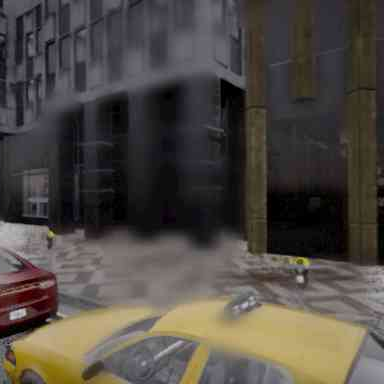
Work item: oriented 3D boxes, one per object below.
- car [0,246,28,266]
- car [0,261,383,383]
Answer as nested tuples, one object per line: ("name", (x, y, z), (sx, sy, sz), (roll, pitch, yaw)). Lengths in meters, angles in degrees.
("car", (-4.271, 1.616, 6.004), (4.507, 1.381, 1.887), (-1, 0, 35))
("car", (0.183, 1.540, 2.829), (4.829, 1.417, 1.752), (-1, 0, 35))
